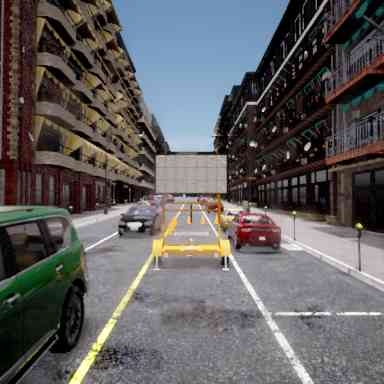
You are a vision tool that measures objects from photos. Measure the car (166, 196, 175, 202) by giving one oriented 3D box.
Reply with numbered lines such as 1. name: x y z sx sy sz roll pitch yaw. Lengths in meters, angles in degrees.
1. car: -5.475 1.819 86.281 1.947 1.339 4.313 1 0 0

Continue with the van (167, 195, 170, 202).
1. van: -5.411 1.473 58.629 1.690 1.788 3.998 1 0 0

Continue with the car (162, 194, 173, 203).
1. car: -5.445 1.516 75.219 2.192 1.841 5.009 1 0 0

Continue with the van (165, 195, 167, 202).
1. van: -5.399 1.452 53.097 1.690 1.788 3.998 2 0 0

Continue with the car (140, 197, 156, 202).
1. car: -5.369 1.588 36.336 1.752 1.417 4.829 2 0 0

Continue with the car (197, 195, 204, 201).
1. car: 2.362 1.723 91.770 1.967 1.590 4.097 1 0 0

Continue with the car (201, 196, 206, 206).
1. car: 2.499 1.628 41.991 2.008 1.369 4.403 1 0 0

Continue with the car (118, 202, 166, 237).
1. car: -2.790 1.514 18.421 2.128 1.511 4.902 0 0 0

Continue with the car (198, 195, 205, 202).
1. car: 2.464 1.676 58.583 1.887 1.381 4.507 1 0 0

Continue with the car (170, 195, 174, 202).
1. car: -5.434 1.492 69.690 2.192 1.841 5.009 1 0 0

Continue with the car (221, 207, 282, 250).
1. car: 2.557 1.561 14.337 1.887 1.381 4.507 1 0 0

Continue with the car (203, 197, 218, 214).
1. car: 2.510 1.608 36.459 1.887 1.381 4.507 1 0 0

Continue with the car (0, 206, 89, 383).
1. car: -2.751 1.224 3.261 2.150 2.045 5.566 0 0 0

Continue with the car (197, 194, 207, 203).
1. car: 2.389 1.541 80.707 2.192 1.841 5.009 1 0 0

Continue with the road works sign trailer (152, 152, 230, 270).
1. road works sign trailer: -0.022 0.475 10.998 2.380 3.560 2.880 0 0 0

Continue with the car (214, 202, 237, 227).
1. car: 2.545 1.551 20.039 1.752 1.417 4.829 1 0 0

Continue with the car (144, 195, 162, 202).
1. car: -5.375 1.393 42.038 2.192 1.841 5.009 2 0 0
